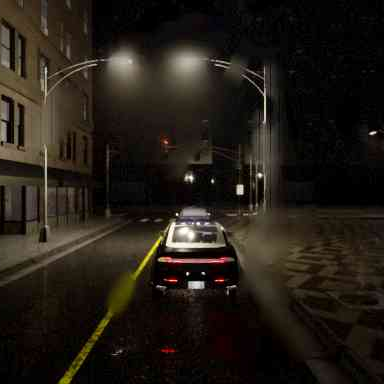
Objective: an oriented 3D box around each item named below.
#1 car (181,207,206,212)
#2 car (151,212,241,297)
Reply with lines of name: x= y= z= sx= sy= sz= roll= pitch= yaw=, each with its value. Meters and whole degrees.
car: x=0.088 y=1.547 z=18.644 sx=2.033 sy=1.411 sz=5.357 roll=0 pitch=0 yaw=-2
car: x=0.085 y=1.492 z=8.532 sx=2.128 sy=1.511 sz=4.902 roll=0 pitch=0 yaw=0
